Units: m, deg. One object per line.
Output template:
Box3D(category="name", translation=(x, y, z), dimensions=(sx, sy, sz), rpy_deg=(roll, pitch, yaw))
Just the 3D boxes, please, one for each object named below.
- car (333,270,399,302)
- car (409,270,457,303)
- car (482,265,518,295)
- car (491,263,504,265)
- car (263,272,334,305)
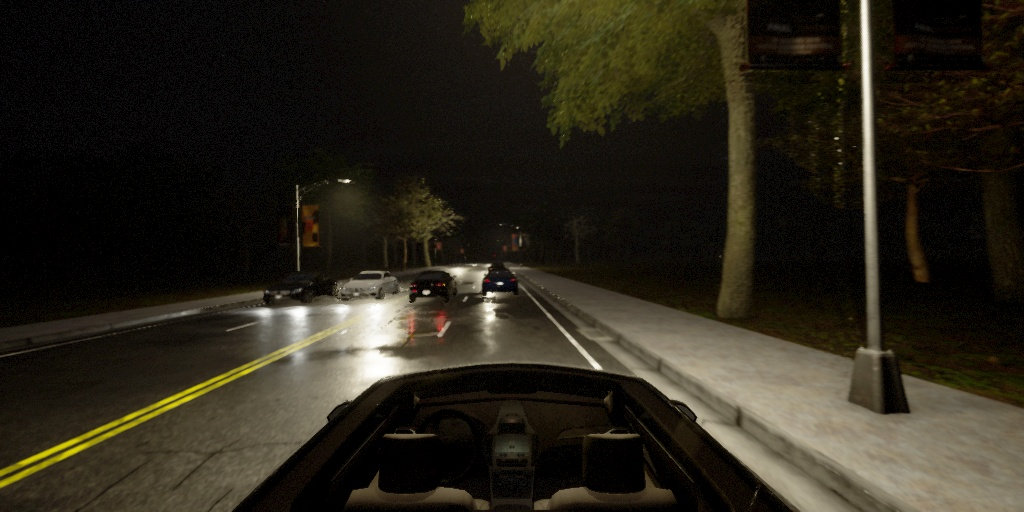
Box3D(category="car", translation=(-7.314, 1.502, 18.896), dimensions=(1.812, 1.442, 4.674), rpy_deg=(-1, 0, -3))
Box3D(category="car", translation=(-3.832, 1.421, 17.835), dimensions=(1.812, 1.442, 4.674), rpy_deg=(-1, 0, -3))
Box3D(category="car", translation=(-0.704, 1.401, 20.515), dimensions=(1.994, 1.385, 4.181), rpy_deg=(-1, 0, -3))
Box3D(category="car", translation=(-1.551, 1.438, 38.210), dimensions=(1.837, 1.490, 4.892), rpy_deg=(-1, 0, -3))
Box3D(category="car", translation=(-10.540, 1.571, 18.322), dimensions=(1.812, 1.442, 4.674), rpy_deg=(-1, 0, -3))
